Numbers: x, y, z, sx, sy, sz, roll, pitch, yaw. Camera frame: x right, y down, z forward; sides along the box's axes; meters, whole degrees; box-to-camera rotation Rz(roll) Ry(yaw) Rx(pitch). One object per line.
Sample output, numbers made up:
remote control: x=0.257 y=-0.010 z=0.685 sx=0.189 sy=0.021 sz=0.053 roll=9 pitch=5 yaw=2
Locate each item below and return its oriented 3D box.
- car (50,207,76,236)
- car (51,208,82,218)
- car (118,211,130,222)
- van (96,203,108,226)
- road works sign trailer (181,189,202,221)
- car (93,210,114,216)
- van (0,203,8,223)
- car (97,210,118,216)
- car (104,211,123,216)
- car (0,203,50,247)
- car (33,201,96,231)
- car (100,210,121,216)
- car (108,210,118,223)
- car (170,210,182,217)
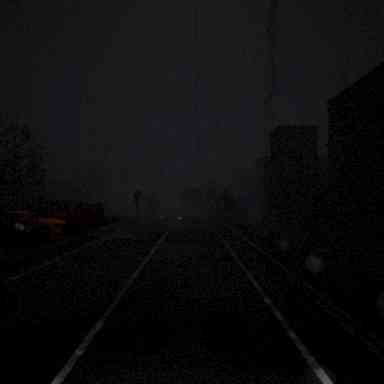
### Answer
car: x=-9.464 y=1.764 z=18.456 sx=5.008 sy=1.535 sz=2.097 roll=0 pitch=-2 yaw=0
car: x=-21.923 y=3.614 z=58.039 sx=4.553 sy=1.767 sz=2.185 roll=0 pitch=-4 yaw=0
car: x=-9.356 y=2.352 z=33.508 sx=5.366 sy=1.575 sz=1.946 roll=0 pitch=-3 yaw=0
van: x=-9.633 y=1.871 z=27.567 sx=4.442 sy=1.987 sz=1.878 roll=0 pitch=-2 yaw=0
road works sign trailer: x=-0.009 y=1.468 z=37.817 sx=2.380 sy=3.560 sz=2.880 roll=0 pitch=-3 yaw=0
car: x=-21.775 y=5.303 z=82.316 sx=4.674 sy=1.452 sz=2.002 roll=0 pitch=-4 yaw=0
van: x=-21.694 y=2.157 z=34.116 sx=4.442 sy=1.987 sz=1.878 roll=0 pitch=-3 yaw=0
car: x=-21.757 y=5.470 z=85.588 sx=4.892 sy=1.521 sz=2.231 roll=0 pitch=-4 yaw=0
car: x=-21.730 y=5.911 z=91.995 sx=4.674 sy=1.452 sz=2.002 roll=0 pitch=-4 yaw=0
car: x=-9.464 y=1.540 z=15.426 sx=4.553 sy=1.767 sz=2.185 roll=0 pitch=-2 yaw=0
car: x=-9.513 y=1.608 z=21.381 sx=5.566 sy=2.045 sz=2.435 roll=0 pitch=-2 yaw=0
car: x=-21.753 y=5.674 z=88.855 sx=5.008 sy=1.535 sz=2.097 roll=0 pitch=-4 yaw=0
car: x=-9.560 y=2.096 z=30.598 sx=4.553 sy=1.767 sz=2.185 roll=0 pitch=-3 yaw=0
car: x=-3.116 y=4.662 z=70.992 sx=1.994 sy=1.385 sz=4.181 roll=0 pitch=-4 yaw=0
